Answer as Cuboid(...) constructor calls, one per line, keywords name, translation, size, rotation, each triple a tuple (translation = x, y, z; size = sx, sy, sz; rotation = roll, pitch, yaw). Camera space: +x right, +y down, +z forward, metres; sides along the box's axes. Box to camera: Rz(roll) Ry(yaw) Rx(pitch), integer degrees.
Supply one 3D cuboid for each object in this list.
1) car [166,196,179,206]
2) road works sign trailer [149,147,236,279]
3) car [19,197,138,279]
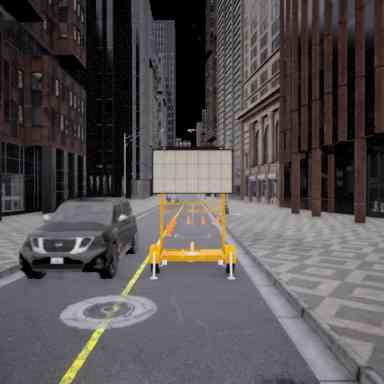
Cuboid(name="car", translation=(-2.989, 1.364, 52.523), size=(2.128, 1.511, 4.902), rotation=(0, 0, 0))
Cuboid(name="road works sign trailer", translation=(0.019, 0.457, 9.962), size=(2.380, 3.560, 2.880), rotation=(0, 0, 0))
Cuboid(name="car", translation=(-3.079, 1.214, 10.364), size=(2.150, 2.045, 5.566), rotation=(0, 0, 0))
